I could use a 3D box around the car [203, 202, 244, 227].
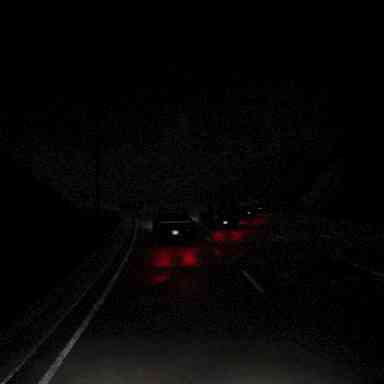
[{"bbox_3d":[1.695,1.579,22.597,1.895,1.301,4.718,-1,0,-9],"label":"car"}]

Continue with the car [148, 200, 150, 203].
[{"bbox_3d":[-7.694,1.585,48.610,1.837,1.490,4.892,1,-1,-31],"label":"car"}]

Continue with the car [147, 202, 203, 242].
[{"bbox_3d":[-1.021,1.501,16.482,2.128,1.511,4.902,-1,0,-7],"label":"car"}]

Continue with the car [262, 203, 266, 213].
[{"bbox_3d":[6.118,1.453,35.240,1.812,1.442,4.674,0,0,-17],"label":"car"}]

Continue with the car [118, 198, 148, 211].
[{"bbox_3d":[-7.945,1.631,42.740,2.033,1.411,5.357,0,0,-29],"label":"car"}]

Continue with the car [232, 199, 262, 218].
[{"bbox_3d":[4.078,1.476,28.925,1.812,1.442,4.674,0,0,-12],"label":"car"}]
